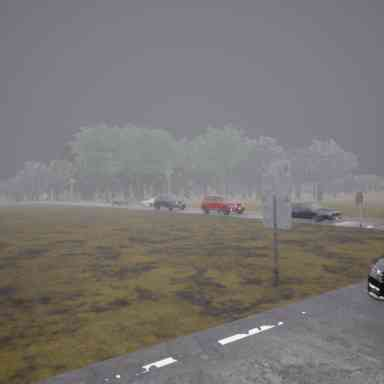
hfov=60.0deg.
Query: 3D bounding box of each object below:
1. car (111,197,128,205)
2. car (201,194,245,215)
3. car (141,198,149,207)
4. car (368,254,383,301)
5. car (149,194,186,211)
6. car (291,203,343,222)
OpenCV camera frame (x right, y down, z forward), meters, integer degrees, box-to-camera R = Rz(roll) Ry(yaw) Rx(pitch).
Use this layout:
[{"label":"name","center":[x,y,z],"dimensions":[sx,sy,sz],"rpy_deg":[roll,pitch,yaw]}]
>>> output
[{"label":"car","center":[-14.087,1.776,64.714],"dimensions":[2.128,1.511,4.902],"rpy_deg":[-2,0,-36]},{"label":"car","center":[3.192,1.304,35.727],"dimensions":[2.150,2.045,5.566],"rpy_deg":[-2,1,-35]},{"label":"car","center":[-6.707,1.675,54.494],"dimensions":[1.812,1.442,4.674],"rpy_deg":[-2,0,-36]},{"label":"car","center":[5.654,1.487,7.092],"dimensions":[4.902,1.511,2.128],"rpy_deg":[0,0,-35]},{"label":"car","center":[-3.072,1.362,44.412],"dimensions":[2.150,2.045,5.566],"rpy_deg":[-2,1,-36]},{"label":"car","center":[9.357,1.605,27.197],"dimensions":[2.033,1.411,5.357],"rpy_deg":[-2,1,-36]}]
